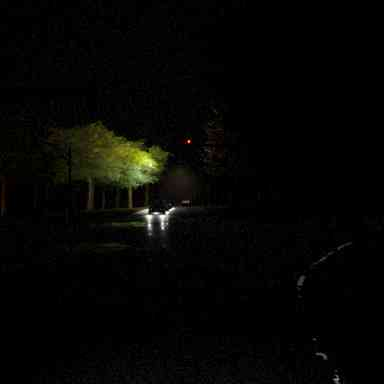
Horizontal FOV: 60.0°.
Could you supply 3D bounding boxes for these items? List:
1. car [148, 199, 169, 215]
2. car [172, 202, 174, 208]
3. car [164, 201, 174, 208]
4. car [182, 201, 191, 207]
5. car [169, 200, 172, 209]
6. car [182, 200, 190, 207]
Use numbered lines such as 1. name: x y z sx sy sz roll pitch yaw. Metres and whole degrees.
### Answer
1. car: -4.153 1.902 40.058 1.837 1.490 4.892 0 -1 -1
2. car: -4.545 2.073 57.983 2.097 1.767 4.553 0 -1 -1
3. car: -4.707 2.565 68.213 1.895 1.301 4.718 0 -2 -1
4. car: -1.239 2.620 70.526 1.895 1.301 4.718 0 -2 -1
5. car: -4.353 2.079 49.051 1.812 1.442 4.674 0 -1 -1
6. car: -1.473 2.824 80.614 1.882 1.535 5.008 0 -2 -1
